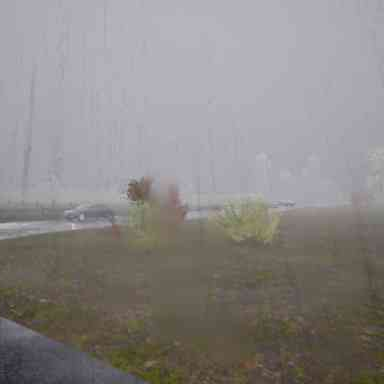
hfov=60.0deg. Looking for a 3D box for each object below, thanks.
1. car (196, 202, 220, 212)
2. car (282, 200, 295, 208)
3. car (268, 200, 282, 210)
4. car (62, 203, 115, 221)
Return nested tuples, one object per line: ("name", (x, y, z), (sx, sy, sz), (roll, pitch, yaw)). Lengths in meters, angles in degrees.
("car", (2.601, 2.094, 46.222), (1.895, 1.301, 4.718), (-1, -1, 36))
("car", (17.125, 2.126, 60.258), (1.882, 1.535, 5.008), (-1, -1, 36))
("car", (11.940, 2.041, 52.985), (2.128, 1.511, 4.902), (-1, -1, 36))
("car", (-9.187, 1.778, 29.875), (1.837, 1.490, 4.892), (-1, -1, 36))
